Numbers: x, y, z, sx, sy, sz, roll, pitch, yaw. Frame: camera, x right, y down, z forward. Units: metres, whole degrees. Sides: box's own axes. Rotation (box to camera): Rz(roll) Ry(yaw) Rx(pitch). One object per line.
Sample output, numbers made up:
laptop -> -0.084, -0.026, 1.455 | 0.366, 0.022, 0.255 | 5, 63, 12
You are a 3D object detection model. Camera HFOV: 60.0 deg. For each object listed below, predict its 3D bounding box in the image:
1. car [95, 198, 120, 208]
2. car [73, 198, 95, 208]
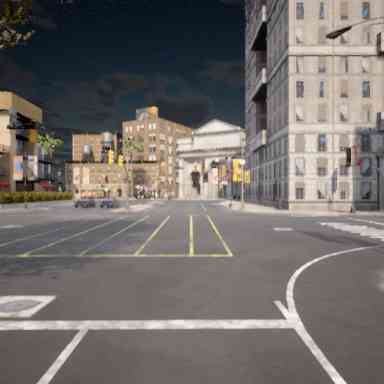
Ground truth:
car -> -11.613, 1.544, 47.210 | 2.033, 1.411, 5.357 | 0, 0, 0
car -> -15.113, 1.544, 47.379 | 2.033, 1.411, 5.357 | 0, 0, 0
